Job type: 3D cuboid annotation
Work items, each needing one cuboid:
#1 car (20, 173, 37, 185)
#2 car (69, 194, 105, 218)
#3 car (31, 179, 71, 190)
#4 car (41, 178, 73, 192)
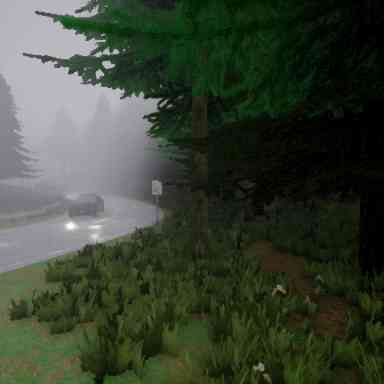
[{"bbox_3d":[-25.775,-2.127,52.419,2.150,2.045,5.566,0,5,-30],"label":"car"},{"bbox_3d":[-7.634,0.927,24.557,1.882,1.535,5.008,0,3,-7],"label":"car"},{"bbox_3d":[-16.862,-0.600,40.109,4.892,1.490,1.837,5,3,35],"label":"car"},{"bbox_3d":[-18.443,-0.951,45.363,4.892,1.490,1.837,6,4,38],"label":"car"}]
